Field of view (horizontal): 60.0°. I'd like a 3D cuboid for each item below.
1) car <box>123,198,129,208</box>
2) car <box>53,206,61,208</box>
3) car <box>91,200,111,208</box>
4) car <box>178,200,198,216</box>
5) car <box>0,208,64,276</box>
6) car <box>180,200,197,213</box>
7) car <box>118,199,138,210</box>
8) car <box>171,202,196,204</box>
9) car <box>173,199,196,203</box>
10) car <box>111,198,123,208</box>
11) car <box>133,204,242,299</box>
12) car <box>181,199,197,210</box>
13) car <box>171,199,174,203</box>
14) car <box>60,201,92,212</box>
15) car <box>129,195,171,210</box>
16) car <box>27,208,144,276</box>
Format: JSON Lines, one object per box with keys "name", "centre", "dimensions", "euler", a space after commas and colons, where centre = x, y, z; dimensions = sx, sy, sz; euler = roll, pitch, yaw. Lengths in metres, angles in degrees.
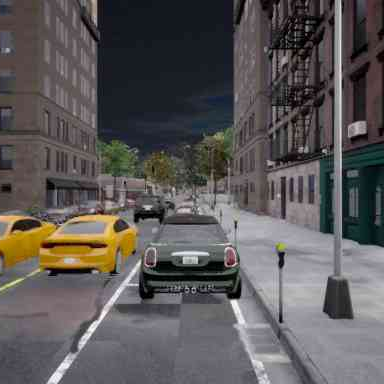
{"name": "car", "centre": [-8.408, 1.454, 38.426], "dimensions": [1.967, 1.590, 4.097], "euler": [0, 0, 0]}
{"name": "car", "centre": [-8.408, 1.567, 16.351], "dimensions": [1.947, 1.339, 4.313], "euler": [0, 0, 0]}
{"name": "car", "centre": [-8.408, 1.446, 27.388], "dimensions": [1.967, 1.590, 4.097], "euler": [0, 0, 0]}
{"name": "car", "centre": [-0.383, 1.554, 32.910], "dimensions": [1.887, 1.381, 4.507], "euler": [0, 0, 0]}
{"name": "car", "centre": [-5.869, 1.477, 10.052], "dimensions": [1.882, 1.535, 5.008], "euler": [0, 0, 0]}
{"name": "car", "centre": [-0.383, 1.596, 38.428], "dimensions": [1.802, 1.307, 4.206], "euler": [0, 0, 0]}
{"name": "car", "centre": [-8.408, 1.600, 43.945], "dimensions": [1.802, 1.307, 4.206], "euler": [0, 0, 0]}
{"name": "car", "centre": [-0.383, 1.584, 21.873], "dimensions": [1.802, 1.307, 4.206], "euler": [0, 0, 0]}
{"name": "car", "centre": [-0.383, 1.531, 27.562], "dimensions": [1.752, 1.417, 4.829], "euler": [0, 0, 0]}
{"name": "car", "centre": [-8.408, 1.535, 32.737], "dimensions": [1.752, 1.417, 4.829], "euler": [0, 0, 0]}
{"name": "car", "centre": [-0.032, 1.353, 8.620], "dimensions": [2.097, 1.767, 4.553], "euler": [0, 0, 0]}
{"name": "car", "centre": [-0.383, 1.584, 43.946], "dimensions": [1.947, 1.339, 4.313], "euler": [0, 0, 0]}
{"name": "car", "centre": [-2.919, 1.519, 39.742], "dimensions": [1.837, 1.490, 4.892], "euler": [0, 0, 0]}
{"name": "car", "centre": [-8.408, 1.553, 21.869], "dimensions": [2.008, 1.369, 4.403], "euler": [0, 0, 0]}
{"name": "car", "centre": [-3.014, 1.227, 25.214], "dimensions": [2.150, 2.045, 5.566], "euler": [0, 0, 0]}
{"name": "car", "centre": [-2.921, 1.477, 10.430], "dimensions": [1.882, 1.535, 5.008], "euler": [0, 0, 0]}
